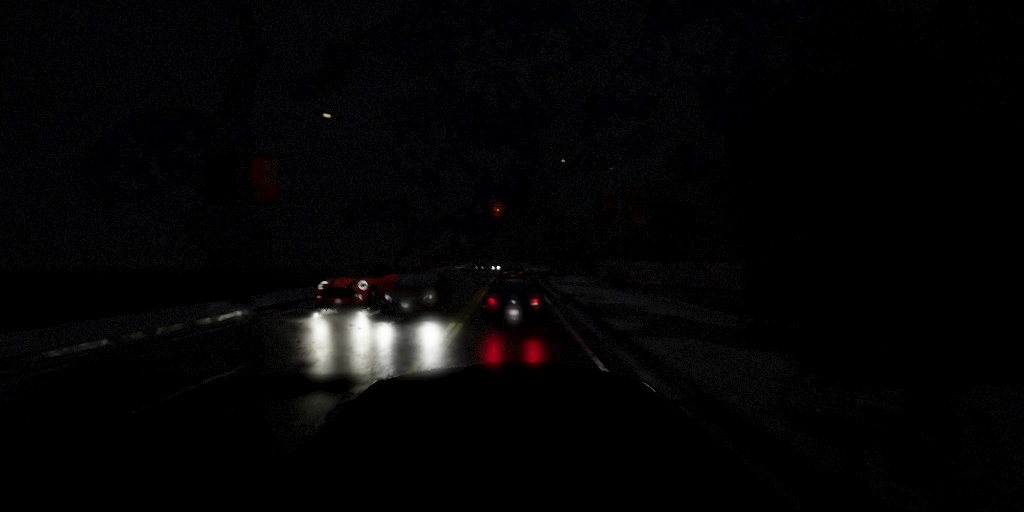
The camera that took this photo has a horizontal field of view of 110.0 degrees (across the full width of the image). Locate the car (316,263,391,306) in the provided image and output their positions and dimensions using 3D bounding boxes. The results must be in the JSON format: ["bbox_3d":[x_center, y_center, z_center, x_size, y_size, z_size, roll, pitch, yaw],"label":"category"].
[{"bbox_3d":[-6.593,1.130,15.857,2.097,1.767,4.553,0,0,0],"label":"car"}]

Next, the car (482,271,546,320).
[{"bbox_3d":[0.073,1.374,12.677,1.895,1.301,4.718,0,0,0],"label":"car"}]

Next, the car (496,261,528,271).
[{"bbox_3d":[0.058,1.298,25.780,1.837,1.490,4.892,0,-1,0],"label":"car"}]

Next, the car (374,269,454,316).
[{"bbox_3d":[-3.350,1.300,13.623,1.812,1.442,4.674,0,0,0],"label":"car"}]
